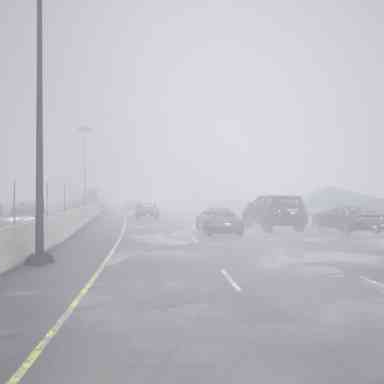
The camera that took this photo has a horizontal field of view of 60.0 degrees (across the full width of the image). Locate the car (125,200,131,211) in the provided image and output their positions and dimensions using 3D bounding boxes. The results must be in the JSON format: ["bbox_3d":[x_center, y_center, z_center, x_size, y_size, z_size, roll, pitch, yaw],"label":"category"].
[{"bbox_3d":[-7.194,1.595,41.288,1.895,1.301,4.718,0,0,-16],"label":"car"}]

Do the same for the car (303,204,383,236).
[{"bbox_3d":[8.532,1.488,18.550,2.128,1.511,4.902,0,0,-8],"label":"car"}]

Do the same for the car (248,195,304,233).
[{"bbox_3d":[4.796,1.214,19.936,2.150,2.045,5.566,0,-1,-9],"label":"car"}]

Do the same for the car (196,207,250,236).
[{"bbox_3d":[1.446,1.561,18.505,1.994,1.385,4.181,0,0,-9],"label":"car"}]

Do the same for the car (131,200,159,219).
[{"bbox_3d":[-4.028,1.597,28.895,1.895,1.301,4.718,0,0,-12],"label":"car"}]
